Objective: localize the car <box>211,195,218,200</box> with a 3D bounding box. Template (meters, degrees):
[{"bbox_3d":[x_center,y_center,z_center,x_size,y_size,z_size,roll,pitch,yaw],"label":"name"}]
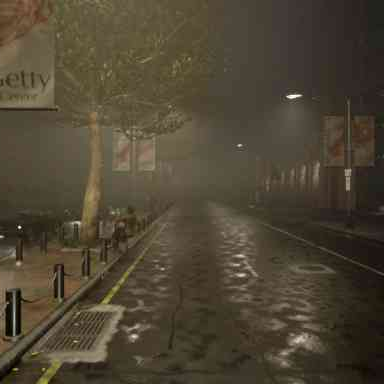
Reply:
[{"bbox_3d":[6.337,1.595,94.091,1.895,1.301,4.718,0,0,0],"label":"car"}]

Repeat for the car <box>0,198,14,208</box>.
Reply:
[{"bbox_3d":[-25.092,1.491,41.804,4.902,1.511,2.128,0,0,-4],"label":"car"}]

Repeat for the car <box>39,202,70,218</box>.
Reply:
[{"bbox_3d":[-11.715,1.564,27.650,1.994,1.385,4.181,0,0,0],"label":"car"}]

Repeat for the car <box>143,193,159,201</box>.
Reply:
[{"bbox_3d":[-8.299,1.221,68.758,2.150,2.045,5.566,0,0,0],"label":"car"}]

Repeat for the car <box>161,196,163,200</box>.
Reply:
[{"bbox_3d":[-8.360,1.525,82.448,2.128,1.511,4.902,0,0,0],"label":"car"}]

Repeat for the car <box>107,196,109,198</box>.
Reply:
[{"bbox_3d":[-12.020,1.212,52.503,2.150,2.045,5.566,0,1,5],"label":"car"}]

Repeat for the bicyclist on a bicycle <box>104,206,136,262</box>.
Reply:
[{"bbox_3d":[-2.203,1.187,10.443,0.582,1.620,1.656,9,36,-47],"label":"bicyclist on a bicycle"}]

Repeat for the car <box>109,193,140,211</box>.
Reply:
[{"bbox_3d":[-8.279,1.223,41.331,2.150,2.045,5.566,0,0,0],"label":"car"}]

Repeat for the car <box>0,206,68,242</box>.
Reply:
[{"bbox_3d":[-8.135,1.601,16.451,1.895,1.301,4.718,0,0,0],"label":"car"}]

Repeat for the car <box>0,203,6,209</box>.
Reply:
[{"bbox_3d":[-11.633,1.492,16.214,2.128,1.511,4.902,0,0,0],"label":"car"}]

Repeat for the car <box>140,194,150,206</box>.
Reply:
[{"bbox_3d":[-8.321,1.526,53.434,1.812,1.442,4.674,0,0,0],"label":"car"}]

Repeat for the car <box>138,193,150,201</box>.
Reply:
[{"bbox_3d":[-11.861,1.225,82.601,2.150,2.045,5.566,0,0,0],"label":"car"}]

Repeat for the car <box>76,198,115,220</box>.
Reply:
[{"bbox_3d":[-8.220,1.504,28.017,1.837,1.490,4.892,0,0,0],"label":"car"}]
